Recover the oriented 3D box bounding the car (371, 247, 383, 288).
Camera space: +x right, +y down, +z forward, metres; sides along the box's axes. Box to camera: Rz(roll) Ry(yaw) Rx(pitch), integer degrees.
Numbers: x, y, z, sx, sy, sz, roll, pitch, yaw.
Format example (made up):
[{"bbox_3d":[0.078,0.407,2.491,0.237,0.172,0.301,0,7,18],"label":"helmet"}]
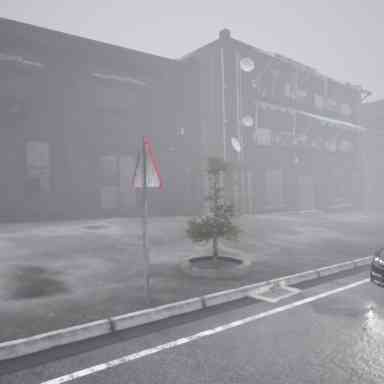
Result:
[{"bbox_3d":[6.259,1.556,8.309,4.902,1.511,2.128,1,-1,-39],"label":"car"}]
